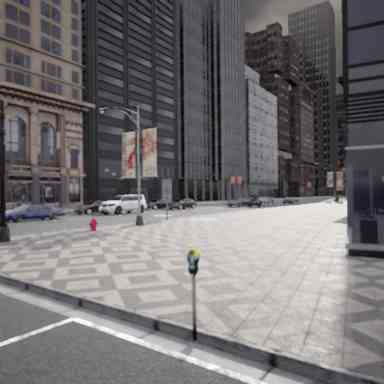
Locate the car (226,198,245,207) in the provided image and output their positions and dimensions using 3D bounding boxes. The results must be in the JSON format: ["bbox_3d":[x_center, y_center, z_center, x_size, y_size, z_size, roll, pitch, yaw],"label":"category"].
[{"bbox_3d":[7.140,1.567,50.201,2.033,1.411,5.357,-1,0,36],"label":"car"}]

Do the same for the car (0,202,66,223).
[{"bbox_3d":[-13.165,1.686,27.425,2.033,1.411,5.357,-1,0,35],"label":"car"}]

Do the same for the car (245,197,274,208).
[{"bbox_3d":[10.049,1.478,48.618,1.837,1.490,4.892,-1,0,36],"label":"car"}]

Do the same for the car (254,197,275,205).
[{"bbox_3d":[12.653,1.608,58.084,1.895,1.301,4.718,-1,-1,35],"label":"car"}]

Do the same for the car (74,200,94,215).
[{"bbox_3d":[-10.640,1.666,36.614,1.837,1.490,4.892,-1,0,35],"label":"car"}]

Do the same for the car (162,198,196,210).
[{"bbox_3d":[-1.298,1.592,44.163,1.837,1.490,4.892,-1,0,35],"label":"car"}]

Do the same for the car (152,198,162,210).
[{"bbox_3d":[-4.627,1.641,45.088,1.837,1.490,4.892,-1,0,35],"label":"car"}]

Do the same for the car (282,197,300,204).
[{"bbox_3d":[17.782,1.557,59.536,1.895,1.301,4.718,-1,-1,35],"label":"car"}]

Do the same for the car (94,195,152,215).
[{"bbox_3d":[-7.282,1.334,35.741,2.150,2.045,5.566,-1,0,35],"label":"car"}]
